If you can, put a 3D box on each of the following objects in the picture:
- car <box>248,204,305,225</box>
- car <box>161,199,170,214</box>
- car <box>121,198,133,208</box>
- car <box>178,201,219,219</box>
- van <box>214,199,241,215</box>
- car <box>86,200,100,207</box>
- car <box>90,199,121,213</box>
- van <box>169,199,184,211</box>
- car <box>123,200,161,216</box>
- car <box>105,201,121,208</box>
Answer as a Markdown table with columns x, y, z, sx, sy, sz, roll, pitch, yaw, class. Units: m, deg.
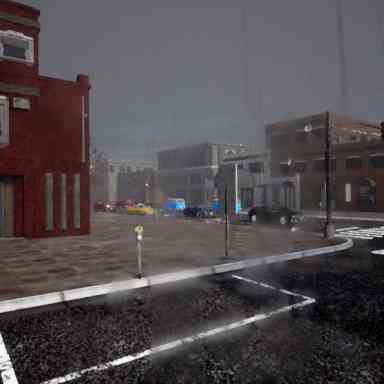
| x | y | z | sx | sy | sz | roll | pitch | yaw | class |
| --- | --- | --- | --- | --- | --- | --- | --- | --- | --- |
| 6.594 | 1.749 | 26.338 | 1.837 | 1.490 | 4.892 | -1 | 0 | -36 | car |
| -5.156 | 2.033 | 42.468 | 1.837 | 1.490 | 4.892 | -1 | 0 | -36 | car |
| -12.646 | 2.084 | 62.519 | 2.192 | 1.841 | 5.009 | -2 | 0 | -36 | car |
| 0.773 | 1.949 | 34.340 | 1.994 | 1.385 | 4.181 | -1 | 0 | -35 | car |
| 4.029 | 1.707 | 39.657 | 1.690 | 1.788 | 3.998 | -2 | 0 | -36 | van |
| -22.643 | 2.594 | 76.237 | 1.802 | 1.307 | 4.206 | -2 | 0 | -36 | car |
| -12.744 | 2.001 | 48.490 | 2.192 | 1.841 | 5.009 | -2 | 0 | -36 | car |
| -2.640 | 1.868 | 48.801 | 1.690 | 1.788 | 3.998 | -2 | 0 | -36 | van |
| -5.968 | 2.047 | 39.208 | 1.752 | 1.417 | 4.829 | -2 | 0 | -36 | car |
| -15.973 | 2.432 | 67.092 | 1.802 | 1.307 | 4.206 | -2 | 0 | -36 | car |
